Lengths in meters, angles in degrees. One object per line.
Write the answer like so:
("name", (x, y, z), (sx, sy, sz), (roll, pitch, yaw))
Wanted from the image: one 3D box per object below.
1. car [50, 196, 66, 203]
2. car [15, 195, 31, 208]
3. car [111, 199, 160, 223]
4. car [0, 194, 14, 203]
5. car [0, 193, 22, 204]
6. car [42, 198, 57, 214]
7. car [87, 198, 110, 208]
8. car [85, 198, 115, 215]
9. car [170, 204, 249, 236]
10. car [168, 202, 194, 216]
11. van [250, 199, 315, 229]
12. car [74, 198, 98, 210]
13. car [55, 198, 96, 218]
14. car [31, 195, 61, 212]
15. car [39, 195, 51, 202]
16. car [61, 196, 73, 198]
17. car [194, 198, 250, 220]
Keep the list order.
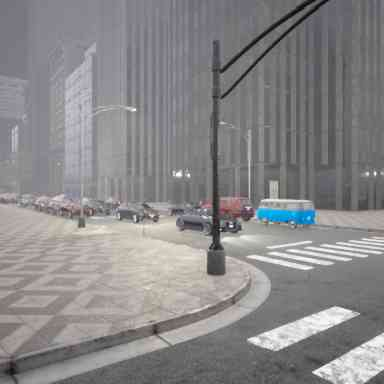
("car", (-27.298, 1.511, 67.589), (1.752, 1.417, 4.829), (0, 0, -36))
("car", (-24.115, 1.562, 48.776), (2.008, 1.369, 4.403), (0, 0, -36))
("car", (-4.312, 1.537, 26.021), (1.837, 1.490, 4.892), (0, 0, -36))
("car", (-37.422, 1.285, 66.992), (2.192, 1.841, 5.009), (0, 0, -36))
("car", (-34.095, 1.298, 62.438), (2.192, 1.841, 5.009), (0, 0, -36))
("car", (-14.136, 1.606, 35.115), (1.802, 1.307, 4.206), (0, 0, -36))
("car", (-13.891, 1.602, 49.233), (1.802, 1.307, 4.206), (0, 0, -36))
("car", (-9.831, 1.532, 33.587), (1.837, 1.490, 4.892), (0, 0, -36))
("car", (0.872, 1.600, 18.924), (1.994, 1.385, 4.181), (0, 0, -36))
("car", (-0.583, 1.599, 31.016), (1.947, 1.339, 4.313), (0, 0, -36))
("van", (6.072, 1.379, 21.906), (1.690, 1.788, 3.998), (0, 0, -36))
("car", (-14.436, 1.547, 45.220), (1.812, 1.442, 4.674), (0, 0, -36))
("car", (-10.809, 1.572, 30.561), (1.887, 1.381, 4.507), (0, 0, -36))
("car", (-17.462, 1.461, 39.669), (1.967, 1.590, 4.097), (0, 0, -36))
("car", (-33.967, 1.482, 76.727), (1.752, 1.417, 4.829), (0, 0, -35))
("car", (-15.613, 1.547, 41.570), (1.812, 1.442, 4.674), (0, 0, -36))
("car", (2.744, 1.352, 26.461), (2.192, 1.841, 5.009), (0, 0, -36))
